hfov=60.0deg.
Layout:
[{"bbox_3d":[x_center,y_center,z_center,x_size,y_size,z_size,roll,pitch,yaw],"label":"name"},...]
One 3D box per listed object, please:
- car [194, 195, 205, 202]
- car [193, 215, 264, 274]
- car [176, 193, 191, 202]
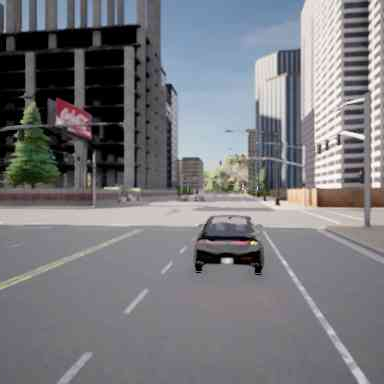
[{"bbox_3d":[1.516,1.286,66.262,2.128,1.511,4.902,0,0,8],"label":"car"},{"bbox_3d":[1.190,1.456,10.469,2.128,1.511,4.902,0,0,8],"label":"car"},{"bbox_3d":[-1.960,1.314,66.638,1.812,1.442,4.674,0,0,8],"label":"car"}]
